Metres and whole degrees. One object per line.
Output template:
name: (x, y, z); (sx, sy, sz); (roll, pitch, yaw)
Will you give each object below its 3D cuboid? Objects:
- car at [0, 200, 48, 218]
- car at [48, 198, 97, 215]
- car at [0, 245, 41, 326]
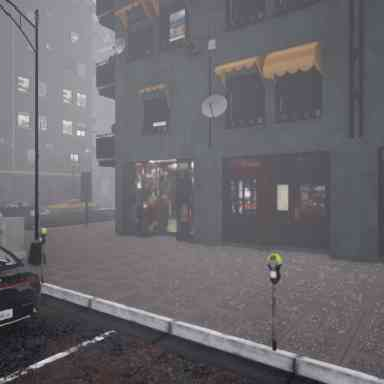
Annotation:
car: (-14.095, 1.350, 26.073); (2.008, 1.369, 4.403); (1, 1, 35)
car: (-11.011, 1.249, 30.502); (1.752, 1.417, 4.829); (1, 1, 35)
car: (-4.506, 1.551, 6.075); (4.403, 1.369, 2.008); (0, 0, 35)
